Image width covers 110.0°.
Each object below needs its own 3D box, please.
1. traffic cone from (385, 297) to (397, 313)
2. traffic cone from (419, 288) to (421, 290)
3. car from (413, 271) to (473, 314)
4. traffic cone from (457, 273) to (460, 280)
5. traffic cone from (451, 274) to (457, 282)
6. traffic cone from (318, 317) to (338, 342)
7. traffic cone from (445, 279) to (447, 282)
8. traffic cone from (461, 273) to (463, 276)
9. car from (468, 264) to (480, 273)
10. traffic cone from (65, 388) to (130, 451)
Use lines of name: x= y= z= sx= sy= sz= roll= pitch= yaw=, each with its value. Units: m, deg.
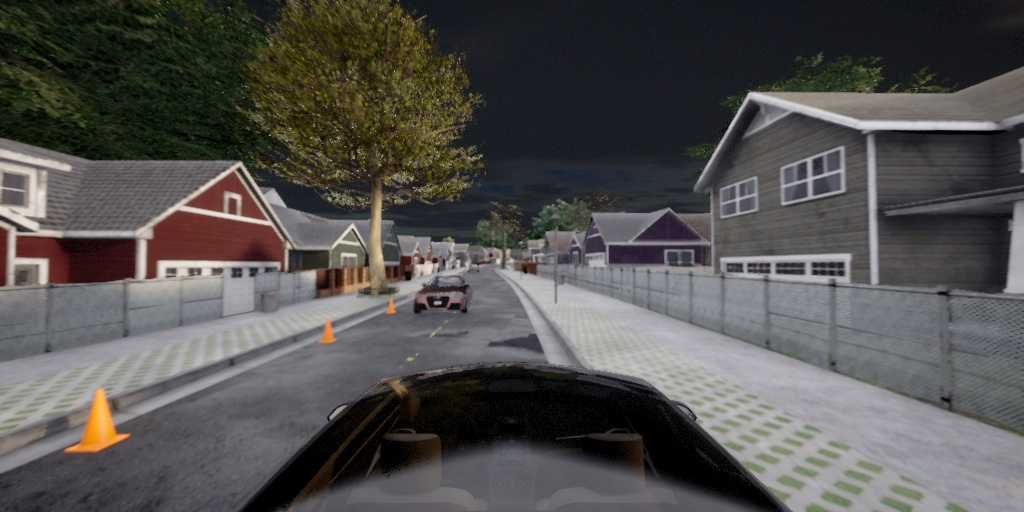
traffic cone: x=-4.660 y=1.879 z=13.836 sx=0.340 sy=0.580 sz=0.340 roll=0 pitch=0 yaw=-2
traffic cone: x=-4.825 y=1.952 z=18.809 sx=0.340 sy=0.580 sz=0.340 roll=0 pitch=0 yaw=-2
car: x=-2.685 y=1.498 z=14.715 sx=1.994 sy=1.385 sz=4.181 roll=0 pitch=-1 yaw=-2
traffic cone: x=-5.981 y=2.261 z=38.673 sx=0.340 sy=0.580 sz=0.340 roll=0 pitch=0 yaw=-4
traffic cone: x=-5.617 y=2.184 z=33.712 sx=0.340 sy=0.580 sz=0.340 roll=0 pitch=0 yaw=-4
traffic cone: x=-4.546 y=1.807 z=8.862 sx=0.340 sy=0.580 sz=0.340 roll=0 pitch=0 yaw=-1
traffic cone: x=-5.303 y=2.107 z=28.746 sx=0.340 sy=0.580 sz=0.340 roll=0 pitch=0 yaw=-3
traffic cone: x=-6.382 y=2.335 z=43.649 sx=0.340 sy=0.580 sz=0.340 roll=0 pitch=0 yaw=-5
car: x=-6.741 y=2.177 z=63.132 sx=1.812 sy=1.442 sz=4.674 roll=0 pitch=-1 yaw=-9
traffic cone: x=-4.480 y=1.739 z=3.888 sx=0.340 sy=0.580 sz=0.340 roll=0 pitch=0 yaw=0
